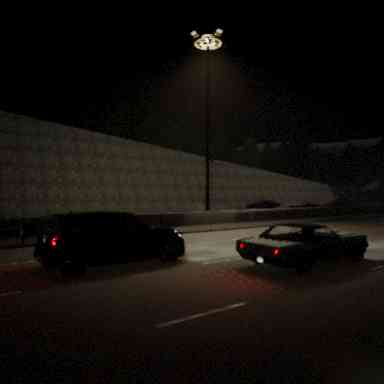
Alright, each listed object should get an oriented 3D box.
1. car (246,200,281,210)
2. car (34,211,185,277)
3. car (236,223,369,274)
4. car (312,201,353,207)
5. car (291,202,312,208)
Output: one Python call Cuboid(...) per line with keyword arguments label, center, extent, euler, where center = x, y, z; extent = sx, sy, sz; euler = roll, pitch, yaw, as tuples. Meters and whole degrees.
Cuboid(label="car", center=(9.883, 1.764, 45.570), extent=(5.357, 1.411, 2.033), euler=(0, 0, -36))
Cuboid(label="car", center=(-2.441, 1.388, 10.626), extent=(4.553, 1.767, 2.097), euler=(0, 0, -36))
Cuboid(label="car", center=(3.738, 1.654, 10.772), extent=(4.718, 1.301, 1.895), euler=(0, 0, -36))
Cuboid(label="car", center=(16.035, 1.720, 37.061), extent=(4.902, 1.511, 2.128), euler=(0, 0, -36))
Cuboid(label="car", center=(13.959, 1.851, 39.879), extent=(4.718, 1.301, 1.895), euler=(0, 0, -36))
